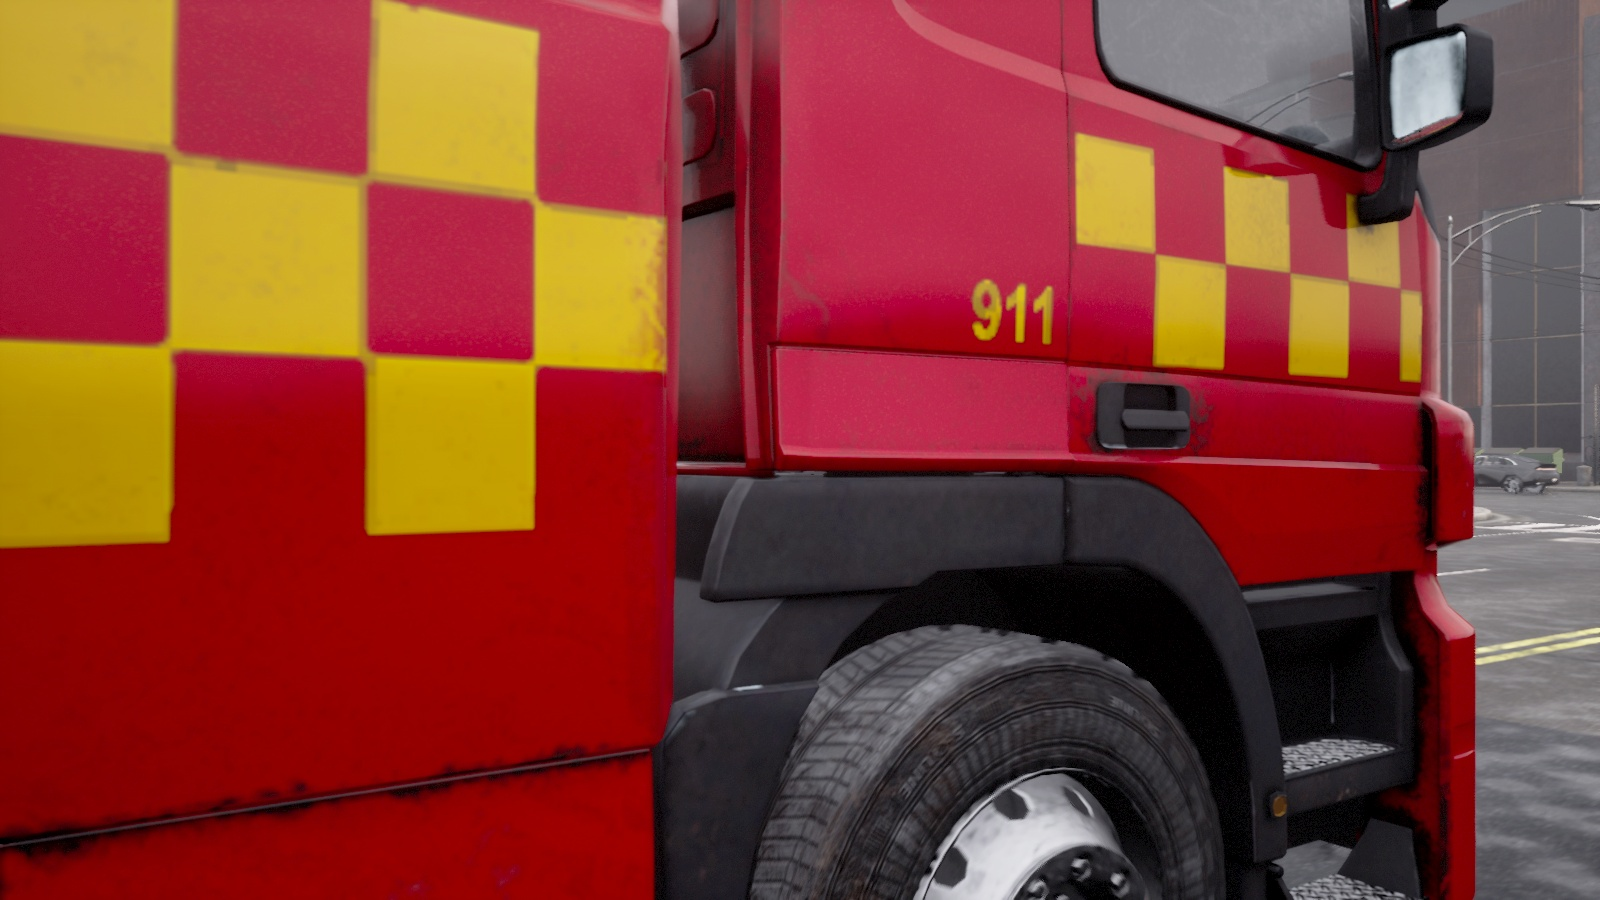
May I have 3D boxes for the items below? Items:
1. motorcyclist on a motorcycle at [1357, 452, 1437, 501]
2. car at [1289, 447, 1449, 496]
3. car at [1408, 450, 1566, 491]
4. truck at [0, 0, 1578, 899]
[{"bbox_3d":[19.151,0.838,40.317,0.866,1.530,2.191,0,0,-34],"label":"motorcyclist on a motorcycle"},{"bbox_3d":[20.255,0.742,44.909,2.033,1.649,4.856,0,0,-34],"label":"car"},{"bbox_3d":[26.364,0.764,48.376,2.128,1.511,4.902,0,0,-34],"label":"car"},{"bbox_3d":[-2.237,-0.410,2.106,8.468,3.827,2.891,0,0,-35],"label":"truck"}]
